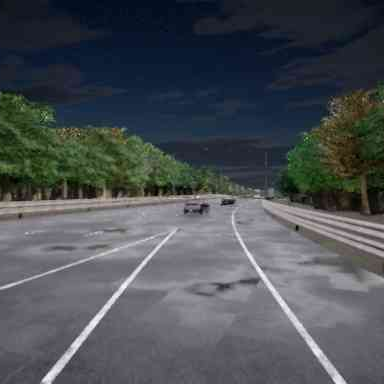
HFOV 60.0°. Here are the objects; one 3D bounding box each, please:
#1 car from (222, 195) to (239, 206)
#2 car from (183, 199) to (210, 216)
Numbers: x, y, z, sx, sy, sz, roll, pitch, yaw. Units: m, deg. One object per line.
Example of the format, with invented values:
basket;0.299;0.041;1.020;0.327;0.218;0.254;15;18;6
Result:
car;6.091;1.473;54.574;1.882;1.535;5.008;0;0;14
car;0.507;1.476;32.609;2.128;1.511;4.902;0;0;14
